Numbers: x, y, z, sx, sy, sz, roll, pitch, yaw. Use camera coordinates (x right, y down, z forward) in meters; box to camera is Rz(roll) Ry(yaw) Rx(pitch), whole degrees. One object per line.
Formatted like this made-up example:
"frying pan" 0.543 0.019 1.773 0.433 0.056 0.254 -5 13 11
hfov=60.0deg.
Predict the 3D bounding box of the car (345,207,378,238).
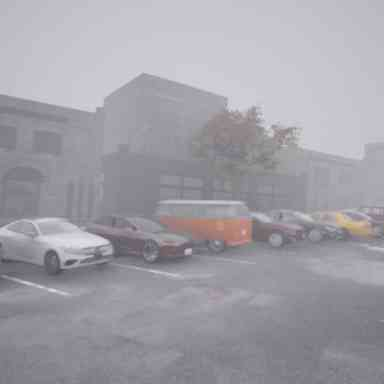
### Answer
"car" 7.301 1.781 18.963 5.366 1.575 1.946 0 -2 35

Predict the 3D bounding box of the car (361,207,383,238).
"car" 9.840 1.905 20.552 4.892 1.521 2.231 0 -3 35

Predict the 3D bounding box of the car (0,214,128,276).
"car" -4.482 1.525 10.402 4.674 1.452 2.002 -1 -1 35

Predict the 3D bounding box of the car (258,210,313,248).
"car" 2.677 1.606 15.491 5.008 1.535 2.097 -1 -2 35

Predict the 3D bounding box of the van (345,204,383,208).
"van" 12.144 1.817 22.302 4.442 1.987 1.878 0 -2 35

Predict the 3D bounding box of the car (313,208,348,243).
"car" 5.066 1.686 17.181 4.892 1.521 2.231 0 -2 35

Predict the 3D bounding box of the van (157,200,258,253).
"van" 0.196 1.322 13.861 4.442 1.987 1.878 -1 -1 35

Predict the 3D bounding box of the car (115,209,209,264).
"car" -2.073 1.537 12.077 4.792 1.488 2.163 -1 -1 35
